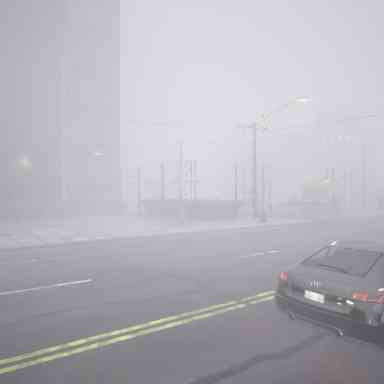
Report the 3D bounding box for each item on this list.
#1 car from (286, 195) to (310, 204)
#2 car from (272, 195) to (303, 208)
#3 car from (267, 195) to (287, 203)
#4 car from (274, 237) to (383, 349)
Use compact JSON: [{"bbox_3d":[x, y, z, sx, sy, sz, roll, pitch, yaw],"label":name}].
[{"bbox_3d":[20.266,1.420,63.789,4.674,1.452,2.002,0,0,-36],"label":"car"},{"bbox_3d":[13.356,1.254,44.728,4.553,1.767,2.185,0,0,-36],"label":"car"},{"bbox_3d":[17.359,1.452,67.790,3.806,1.475,1.970,0,0,-36],"label":"car"},{"bbox_3d":[3.499,1.564,6.243,4.181,1.385,1.994,0,0,-36],"label":"car"}]
